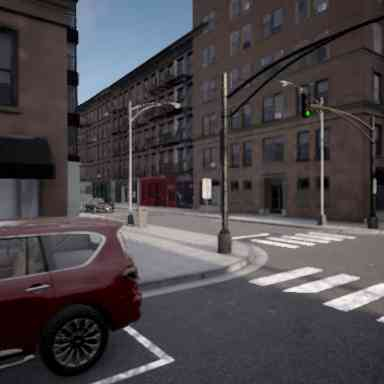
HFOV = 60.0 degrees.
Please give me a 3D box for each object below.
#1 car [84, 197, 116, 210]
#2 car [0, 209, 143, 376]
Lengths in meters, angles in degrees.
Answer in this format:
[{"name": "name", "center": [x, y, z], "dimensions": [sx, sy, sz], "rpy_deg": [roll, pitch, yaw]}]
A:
[{"name": "car", "center": [-9.053, 1.296, 32.370], "dimensions": [1.837, 1.490, 4.892], "rpy_deg": [0, 1, -36]}, {"name": "car", "center": [-3.032, 1.317, 4.024], "dimensions": [5.009, 1.841, 2.192], "rpy_deg": [0, 0, -36]}]
